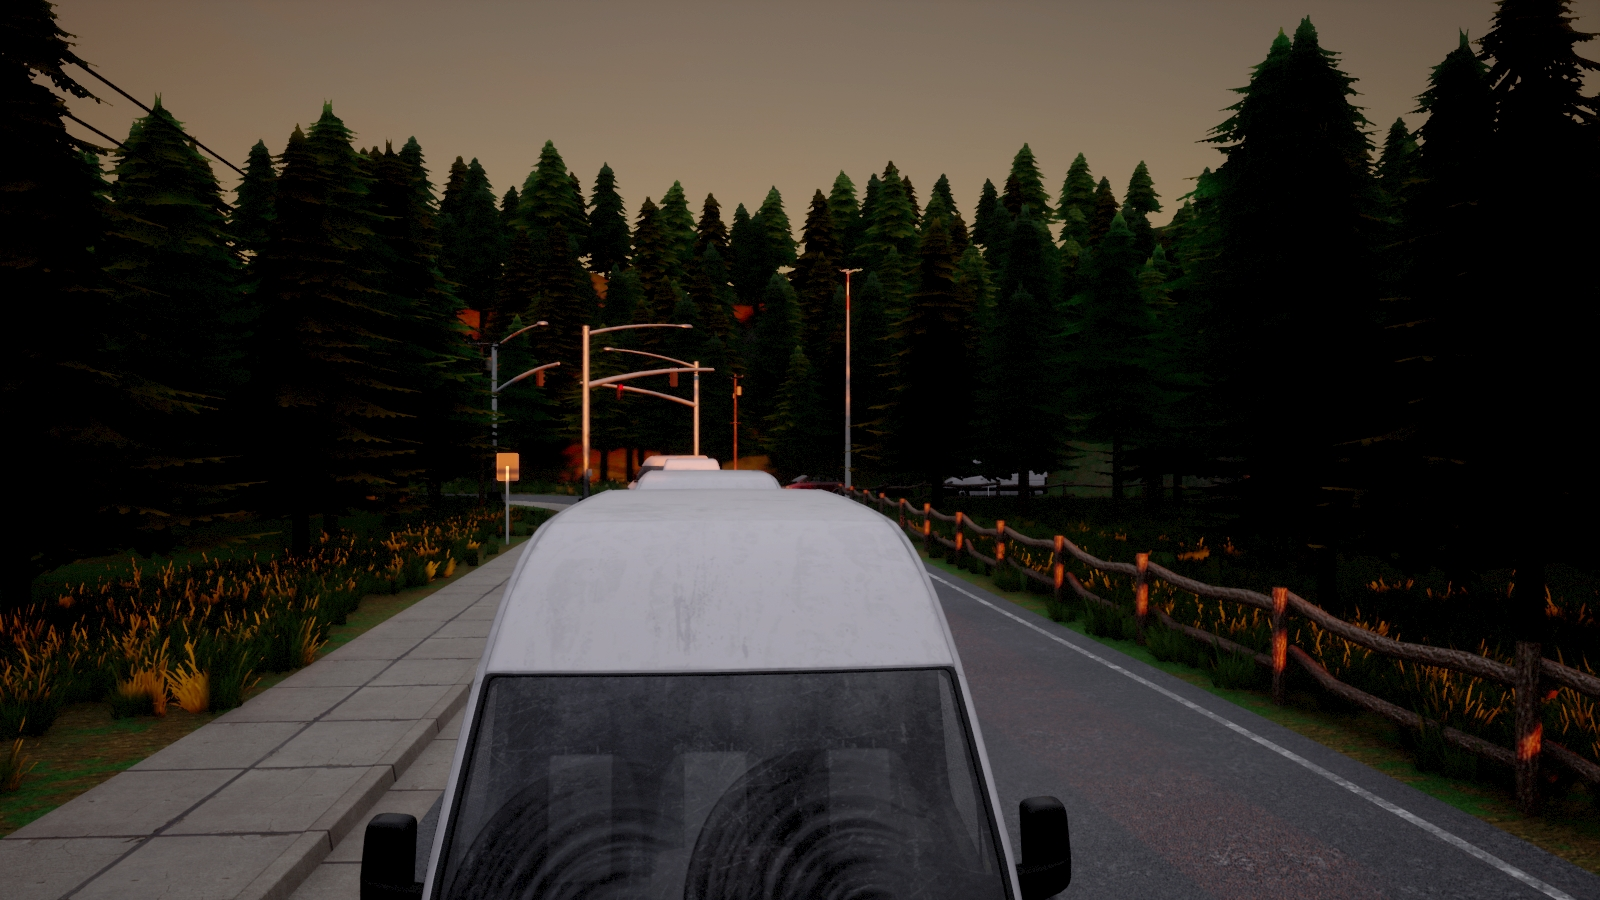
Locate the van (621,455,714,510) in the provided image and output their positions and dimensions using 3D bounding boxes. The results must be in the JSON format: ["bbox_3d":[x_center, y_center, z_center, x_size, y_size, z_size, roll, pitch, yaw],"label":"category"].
[{"bbox_3d":[-6.400,1.515,56.036,1.988,2.561,5.915,0,0,22],"label":"van"}]

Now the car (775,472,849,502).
[{"bbox_3d":[0.658,2.026,63.067,3.705,1.549,1.789,0,0,-20],"label":"car"}]

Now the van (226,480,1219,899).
[{"bbox_3d":[-0.363,1.499,5.240,1.988,2.561,5.915,0,0,-5],"label":"van"}]
